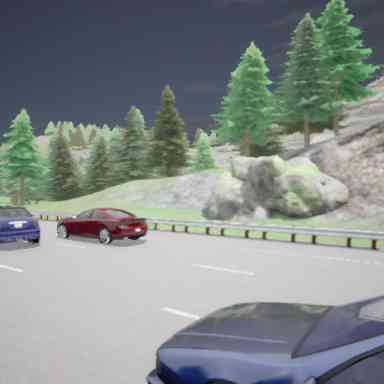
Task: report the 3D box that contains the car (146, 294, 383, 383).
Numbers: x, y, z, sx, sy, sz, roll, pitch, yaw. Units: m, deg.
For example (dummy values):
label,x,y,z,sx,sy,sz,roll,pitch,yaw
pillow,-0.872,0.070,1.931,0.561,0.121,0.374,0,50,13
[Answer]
label,x,y,z,sx,sy,sz,roll,pitch,yaw
car,2.170,1.547,2.447,5.357,1.411,2.033,0,0,35

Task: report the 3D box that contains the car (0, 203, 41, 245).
label,x,y,z,sx,sy,sz,roll,pitch,yaw
car,-8.623,1.353,14.435,4.553,1.767,2.097,0,0,35

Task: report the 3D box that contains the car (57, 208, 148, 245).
label,x,y,z,sx,sy,sz,roll,pitch,yaw
car,-4.330,1.479,15.673,5.008,1.535,1.882,0,0,35
